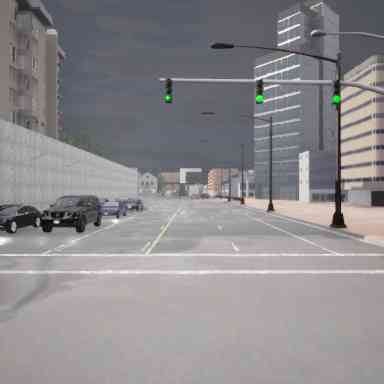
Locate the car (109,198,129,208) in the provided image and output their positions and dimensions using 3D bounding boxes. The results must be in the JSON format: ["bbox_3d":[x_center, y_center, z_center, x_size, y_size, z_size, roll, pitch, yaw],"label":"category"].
[{"bbox_3d":[-10.570,1.600,48.528,1.895,1.301,4.718,0,0,0],"label":"car"}]

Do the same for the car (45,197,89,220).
[{"bbox_3d":[-10.608,1.351,28.650,2.097,1.767,4.553,0,0,0],"label":"car"}]

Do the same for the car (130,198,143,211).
[{"bbox_3d":[-7.102,1.491,40.197,2.128,1.511,4.902,0,0,0],"label":"car"}]

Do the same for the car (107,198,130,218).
[{"bbox_3d":[-7.107,1.525,29.854,1.812,1.442,4.674,0,0,0],"label":"car"}]

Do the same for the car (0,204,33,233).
[{"bbox_3d":[-10.606,1.504,19.582,1.837,1.490,4.892,0,0,0],"label":"car"}]

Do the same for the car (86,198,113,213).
[{"bbox_3d":[-10.605,1.504,38.468,1.837,1.490,4.892,0,0,0],"label":"car"}]

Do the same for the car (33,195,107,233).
[{"bbox_3d":[-7.102,1.221,20.214,2.150,2.045,5.566,0,0,0],"label":"car"}]
